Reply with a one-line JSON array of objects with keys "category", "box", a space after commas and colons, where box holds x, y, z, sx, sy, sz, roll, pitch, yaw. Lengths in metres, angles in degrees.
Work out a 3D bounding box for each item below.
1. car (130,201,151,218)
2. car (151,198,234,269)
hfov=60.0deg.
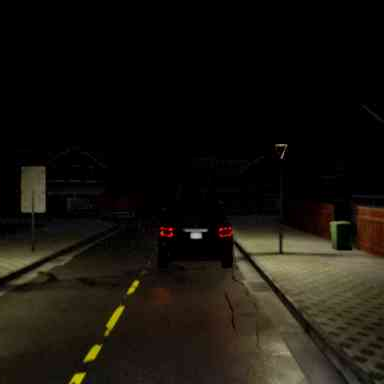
[{"category": "car", "box": [-3.269, 1.480, 27.533, 1.837, 1.490, 4.892, 3, -2, -43]}, {"category": "car", "box": [0.097, 1.217, 11.251, 2.150, 2.045, 5.566, 0, 0, 0]}]
